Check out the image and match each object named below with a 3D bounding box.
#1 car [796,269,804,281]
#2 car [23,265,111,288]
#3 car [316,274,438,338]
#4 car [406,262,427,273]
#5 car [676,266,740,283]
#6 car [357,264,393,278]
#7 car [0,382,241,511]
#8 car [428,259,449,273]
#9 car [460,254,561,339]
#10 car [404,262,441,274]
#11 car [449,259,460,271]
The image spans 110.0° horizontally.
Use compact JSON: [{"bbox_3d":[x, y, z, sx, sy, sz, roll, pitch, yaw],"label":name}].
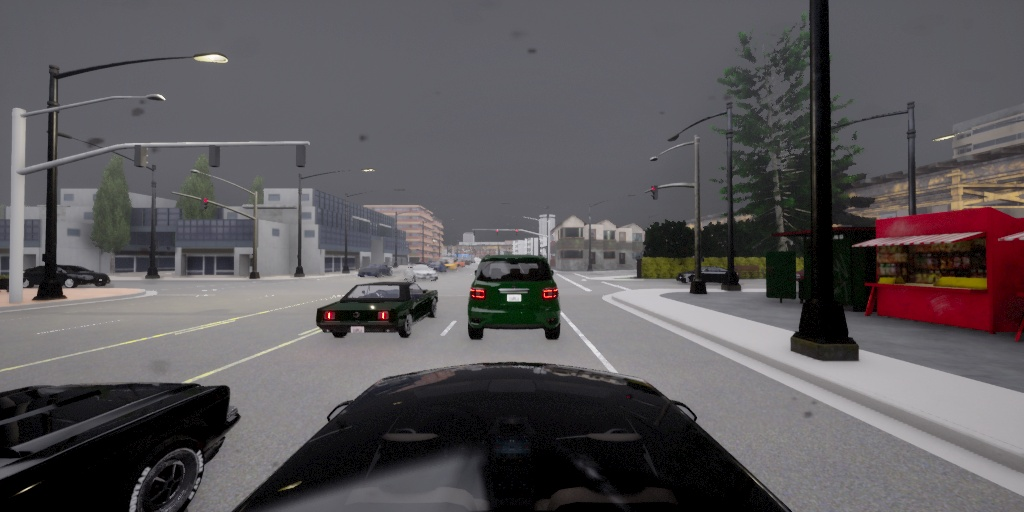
[{"bbox_3d":[23.242,1.409,27.045,4.674,1.442,1.812,0,-1,1],"label":"car"},{"bbox_3d":[-29.644,1.344,23.742,4.892,1.490,1.837,0,-1,1],"label":"car"},{"bbox_3d":[-3.438,1.368,10.240,1.895,1.301,4.718,0,0,0],"label":"car"},{"bbox_3d":[-14.133,1.695,53.217,1.812,1.442,4.674,0,0,0],"label":"car"},{"bbox_3d":[14.745,1.448,27.112,4.181,1.385,1.994,0,-1,0],"label":"car"},{"bbox_3d":[-14.197,1.574,37.622,2.033,1.411,5.357,0,-1,2],"label":"car"},{"bbox_3d":[-3.402,1.351,1.100,1.895,1.301,4.718,0,0,0],"label":"car"},{"bbox_3d":[-10.629,1.489,50.239,2.097,1.767,4.553,0,0,0],"label":"car"},{"bbox_3d":[0.059,0.986,10.224,2.150,2.045,5.566,0,0,0],"label":"car"},{"bbox_3d":[-7.983,1.465,30.923,1.812,1.442,4.674,0,0,-31],"label":"car"},{"bbox_3d":[-10.616,1.636,60.857,1.882,1.535,5.008,0,0,0],"label":"car"}]
